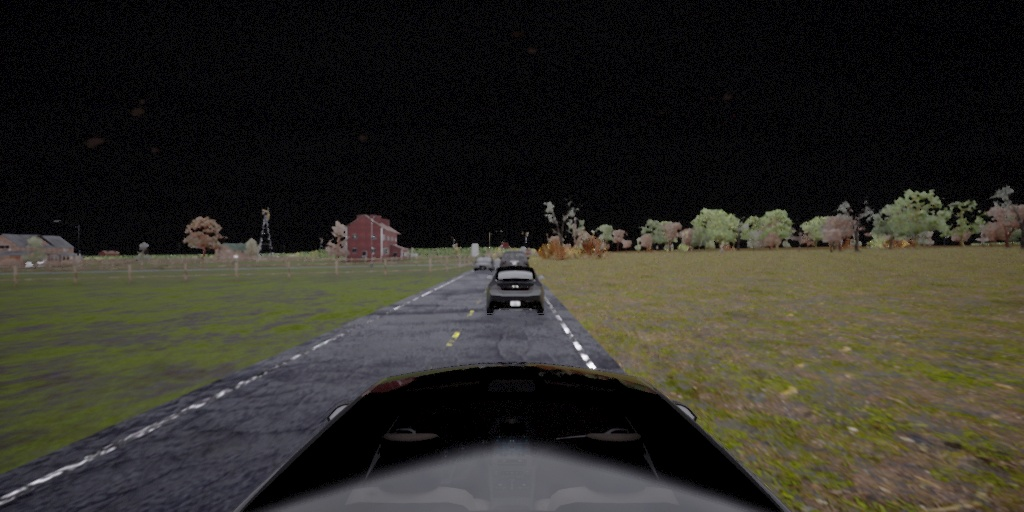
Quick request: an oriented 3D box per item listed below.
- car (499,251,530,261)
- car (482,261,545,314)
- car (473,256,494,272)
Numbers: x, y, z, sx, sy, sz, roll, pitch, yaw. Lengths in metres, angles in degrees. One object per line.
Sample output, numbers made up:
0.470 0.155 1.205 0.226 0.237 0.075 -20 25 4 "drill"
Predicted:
0.188 0.616 28.058 2.150 2.045 5.566 0 1 0 "car"
0.120 1.104 12.924 1.837 1.490 4.892 0 1 1 "car"
-2.696 0.799 35.563 1.837 1.490 4.892 0 1 0 "car"
